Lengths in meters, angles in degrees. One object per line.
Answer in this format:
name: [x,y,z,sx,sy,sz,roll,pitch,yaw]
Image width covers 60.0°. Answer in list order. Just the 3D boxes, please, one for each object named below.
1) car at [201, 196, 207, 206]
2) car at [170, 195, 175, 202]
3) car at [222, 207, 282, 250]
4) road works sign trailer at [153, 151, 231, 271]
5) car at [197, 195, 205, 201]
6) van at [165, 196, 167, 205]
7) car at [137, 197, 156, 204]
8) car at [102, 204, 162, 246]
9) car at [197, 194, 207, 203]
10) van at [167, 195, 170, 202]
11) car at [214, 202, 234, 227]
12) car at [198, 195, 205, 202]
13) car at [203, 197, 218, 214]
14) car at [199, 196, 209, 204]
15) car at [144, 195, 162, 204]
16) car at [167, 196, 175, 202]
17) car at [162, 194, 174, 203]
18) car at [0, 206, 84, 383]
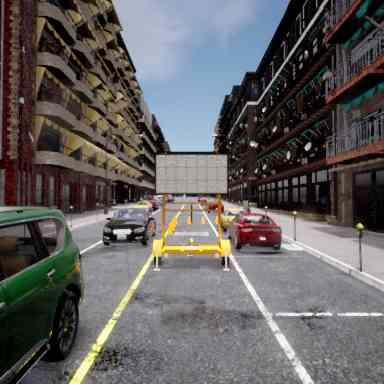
car: [2.534,1.628,41.956,2.008,1.369,4.403,1,0,0]
car: [-5.376,1.492,69.661,2.192,1.841,5.009,1,0,0]
car: [2.569,1.561,14.302,1.887,1.381,4.507,1,0,0]
road works sign trailer: [-0.012,0.475,10.965,2.380,3.560,2.880,0,0,0]
car: [2.439,1.723,91.735,1.967,1.590,4.097,1,0,0]
van: [-5.355,1.452,53.069,1.690,1.788,3.998,2,0,0]
car: [-5.338,1.588,36.308,1.752,1.417,4.829,2,0,0]
car: [-2.771,1.509,15.499,2.128,1.511,4.902,0,0,0]
car: [2.456,1.541,80.673,2.192,1.841,5.009,1,0,0]
van: [-5.362,1.472,58.601,1.690,1.788,3.998,1,0,0]
car: [2.562,1.551,20.004,1.752,1.417,4.829,1,0,0]
car: [2.513,1.676,58.548,1.887,1.381,4.507,1,0,0]
car: [2.541,1.608,36.425,1.887,1.381,4.507,1,0,0]
car: [2.509,1.616,69.610,1.967,1.590,4.097,1,0,0]
car: [-5.340,1.392,42.010,2.192,1.841,5.009,2,0,0]
car: [-5.403,1.819,86.253,1.947,1.339,4.313,1,0,0]
car: [-5.383,1.516,75.191,2.192,1.841,5.009,1,0,0]
car: [-2.745,1.224,3.003,2.150,2.045,5.566,0,0,0]
